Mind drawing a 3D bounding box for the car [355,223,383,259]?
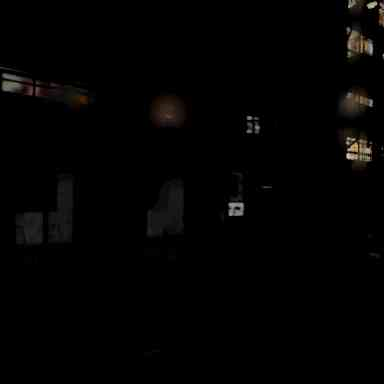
[{"bbox_3d":[7.684,1.704,12.029,4.313,1.339,1.947,1,0,-35],"label":"car"}]
